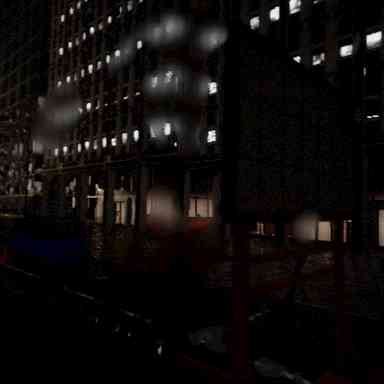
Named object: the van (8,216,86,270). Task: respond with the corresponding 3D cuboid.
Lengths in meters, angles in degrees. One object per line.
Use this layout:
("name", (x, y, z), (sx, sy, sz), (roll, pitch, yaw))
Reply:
("van", (-5.736, 1.891, 13.001), (3.998, 1.788, 1.690), (-1, -3, 44))

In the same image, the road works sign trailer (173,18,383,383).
("road works sign trailer", (0.861, 0.656, 3.093), (2.880, 3.560, 2.380), (-2, -4, 44))

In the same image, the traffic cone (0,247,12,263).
("traffic cone", (-7.383, 2.480, 13.209), (0.340, 0.580, 0.340), (-2, -4, 44))
